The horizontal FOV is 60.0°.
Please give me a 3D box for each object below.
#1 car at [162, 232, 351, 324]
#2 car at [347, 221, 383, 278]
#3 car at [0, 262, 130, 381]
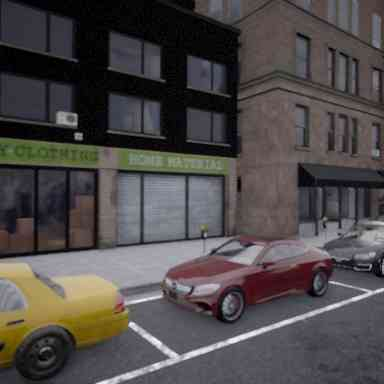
[{"bbox_3d":[1.370,1.619,7.166,4.206,1.307,1.802,1,0,-35],"label":"car"},{"bbox_3d":[5.777,1.625,10.309,4.403,1.369,2.008,0,0,-35],"label":"car"},{"bbox_3d":[-3.175,1.522,3.925,4.829,1.417,1.752,1,0,-35],"label":"car"}]
